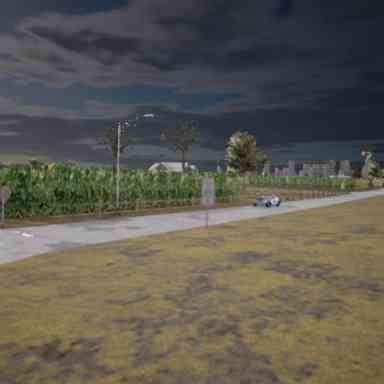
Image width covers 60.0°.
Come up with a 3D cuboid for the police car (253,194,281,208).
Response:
[{"bbox_3d":[9.253,1.066,41.078,2.038,1.542,4.974,3,2,36],"label":"police car"}]
